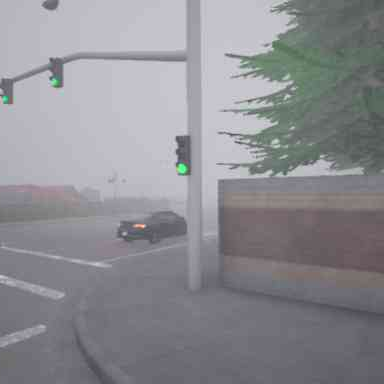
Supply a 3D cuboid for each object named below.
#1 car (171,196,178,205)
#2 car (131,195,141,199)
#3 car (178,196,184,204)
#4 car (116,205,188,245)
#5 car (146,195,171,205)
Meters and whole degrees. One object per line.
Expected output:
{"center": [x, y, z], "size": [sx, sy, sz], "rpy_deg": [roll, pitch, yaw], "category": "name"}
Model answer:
{"center": [-5.356, 1.805, 66.746], "size": [3.905, 1.438, 1.784], "rpy_deg": [-1, 0, 35], "category": "car"}
{"center": [-12.634, 1.991, 82.560], "size": [3.806, 1.475, 1.970], "rpy_deg": [-1, 0, 35], "category": "car"}
{"center": [-3.676, 1.837, 69.104], "size": [3.806, 1.475, 1.970], "rpy_deg": [-1, 0, 35], "category": "car"}
{"center": [-1.516, 1.574, 15.884], "size": [1.812, 1.442, 4.674], "rpy_deg": [-1, -1, 35], "category": "car"}
{"center": [-6.873, 1.594, 64.532], "size": [4.605, 1.855, 1.932], "rpy_deg": [-1, 0, 35], "category": "car"}
